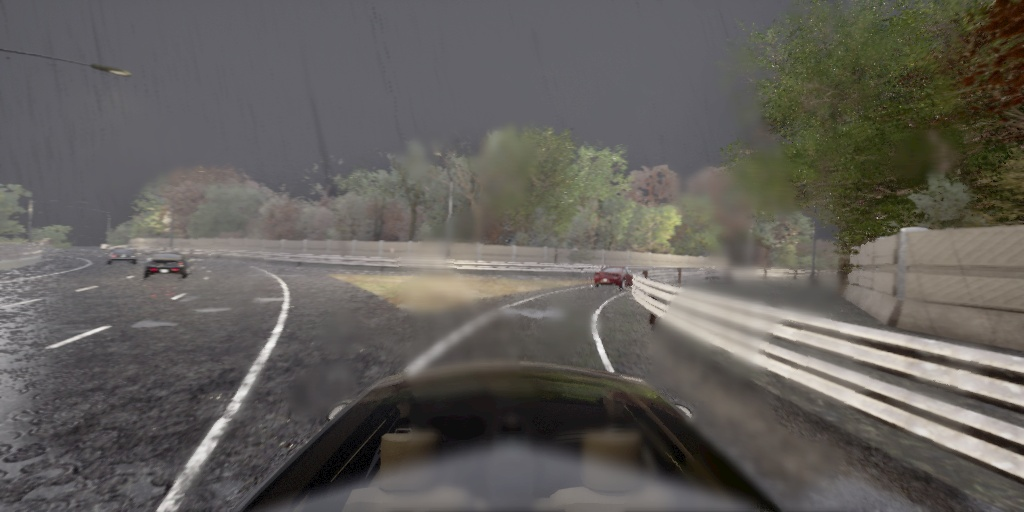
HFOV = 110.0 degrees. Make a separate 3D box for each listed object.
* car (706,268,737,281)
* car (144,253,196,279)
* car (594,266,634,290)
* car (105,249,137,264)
[{"bbox_3d":[24.395,2.157,41.760,4.181,1.385,1.994,2,0,-34],"label":"car"},{"bbox_3d":[-20.765,0.532,21.802,1.837,1.490,4.892,3,0,-38],"label":"car"},{"bbox_3d":[7.458,1.484,25.513,1.882,1.535,5.008,1,-1,34],"label":"car"},{"bbox_3d":[-36.919,0.013,33.924,5.357,1.411,2.033,2,0,40],"label":"car"}]
